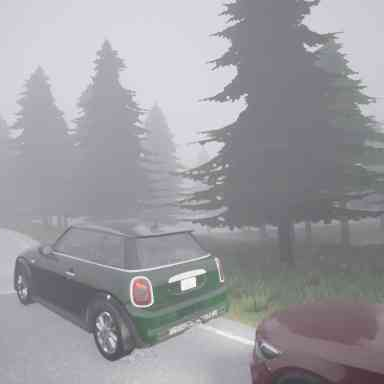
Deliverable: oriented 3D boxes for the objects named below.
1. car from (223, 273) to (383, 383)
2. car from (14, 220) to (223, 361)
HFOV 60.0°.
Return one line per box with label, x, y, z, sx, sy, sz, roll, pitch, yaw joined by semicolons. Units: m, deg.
car;2.748;1.531;2.595;4.674;1.442;1.812;1;0;36
car;-1.577;1.308;6.221;4.553;1.767;2.097;1;1;44
